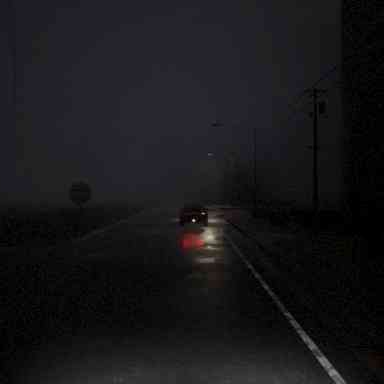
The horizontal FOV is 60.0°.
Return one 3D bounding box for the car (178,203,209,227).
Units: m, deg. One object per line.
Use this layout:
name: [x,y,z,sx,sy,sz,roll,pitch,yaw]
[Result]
car: [0.109,1.504,23.037,1.837,1.490,4.892,0,0,0]
